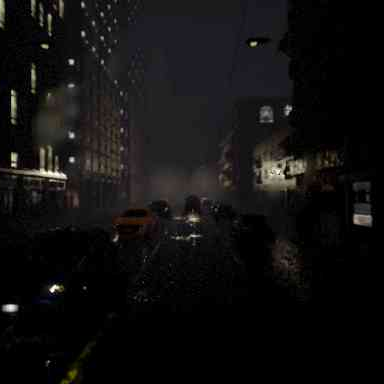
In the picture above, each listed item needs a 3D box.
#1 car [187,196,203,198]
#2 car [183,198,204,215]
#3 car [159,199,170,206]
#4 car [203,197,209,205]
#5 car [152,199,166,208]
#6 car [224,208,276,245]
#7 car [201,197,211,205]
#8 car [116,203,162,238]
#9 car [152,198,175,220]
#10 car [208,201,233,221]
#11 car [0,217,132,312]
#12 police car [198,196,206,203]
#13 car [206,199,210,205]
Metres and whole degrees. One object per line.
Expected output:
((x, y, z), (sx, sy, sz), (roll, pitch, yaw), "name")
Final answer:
((0.099, 1.538, 48.440), (2.150, 2.045, 5.566), (-1, 0, 0), "car")
((0.076, 1.743, 37.842), (1.837, 1.490, 4.892), (-1, 0, 0), "car")
((-5.543, 2.067, 68.128), (1.887, 1.381, 4.507), (-1, 0, 0), "car")
((2.824, 1.974, 62.460), (1.802, 1.307, 4.206), (-1, 0, 0), "car")
((-5.569, 1.988, 56.830), (2.008, 1.369, 4.403), (-1, 0, 0), "car")
((2.766, 1.635, 15.653), (1.802, 1.307, 4.206), (0, 0, 0), "car")
((2.835, 1.875, 68.110), (1.967, 1.590, 4.097), (-1, 0, 0), "car")
((-3.084, 1.613, 18.775), (1.882, 1.535, 5.008), (-1, 0, 1), "car")
((-3.024, 1.575, 30.929), (2.097, 1.767, 4.553), (-1, -1, 0), "car")
((2.745, 1.695, 28.570), (2.008, 1.369, 4.403), (0, 0, 0), "car")
((-3.093, 1.610, 8.330), (2.033, 1.411, 5.357), (-1, 0, 0), "car")
((2.552, 2.000, 85.876), (1.930, 1.638, 5.238), (-1, 0, 0), "police car")
((2.759, 1.735, 34.218), (2.008, 1.369, 4.403), (0, 0, 0), "car")
